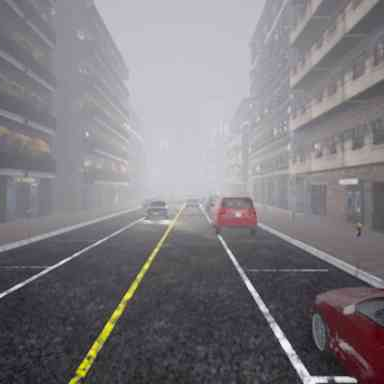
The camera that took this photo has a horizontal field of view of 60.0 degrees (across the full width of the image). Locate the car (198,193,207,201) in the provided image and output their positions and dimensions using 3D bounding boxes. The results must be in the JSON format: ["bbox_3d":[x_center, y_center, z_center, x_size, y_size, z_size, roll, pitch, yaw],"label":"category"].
[{"bbox_3d":[2.559,1.233,82.517,2.192,1.841,5.009,-1,0,0],"label":"car"}]

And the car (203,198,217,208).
[{"bbox_3d":[2.560,1.530,48.532,1.802,1.307,4.206,-1,0,0],"label":"car"}]

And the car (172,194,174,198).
[{"bbox_3d":[-5.319,1.453,71.058,1.752,1.417,4.829,-1,0,0],"label":"car"}]

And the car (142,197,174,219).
[{"bbox_3d":[-2.845,1.473,28.401,1.837,1.490,4.892,0,0,0],"label":"car"}]

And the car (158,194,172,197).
[{"bbox_3d":[-5.323,1.253,59.925,2.192,1.841,5.009,-1,0,0],"label":"car"}]

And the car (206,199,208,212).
[{"bbox_3d":[2.559,1.547,31.539,1.802,1.307,4.206,-1,0,0],"label":"car"}]

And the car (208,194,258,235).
[{"bbox_3d":[2.271,1.207,18.897,2.150,2.045,5.566,0,0,0],"label":"car"}]

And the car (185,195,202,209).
[{"bbox_3d":[0.060,1.501,43.378,2.033,1.411,5.357,0,0,0],"label":"car"}]

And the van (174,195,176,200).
[{"bbox_3d":[-5.321,1.264,76.879,1.690,1.788,3.998,-1,0,0],"label":"van"}]

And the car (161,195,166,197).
[{"bbox_3d":[-5.321,1.493,48.623,1.887,1.381,4.507,-1,0,0],"label":"car"}]

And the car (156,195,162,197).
[{"bbox_3d":[-5.321,1.498,42.971,1.887,1.381,4.507,-1,0,0],"label":"car"}]

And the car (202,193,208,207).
[{"bbox_3d":[2.555,1.274,37.203,2.192,1.841,5.009,-1,0,0],"label":"car"}]

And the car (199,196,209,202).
[{"bbox_3d":[2.562,1.510,71.189,1.802,1.307,4.206,-1,0,0],"label":"car"}]

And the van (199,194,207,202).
[{"bbox_3d":[2.559,1.264,76.853,1.690,1.788,3.998,-1,0,0],"label":"van"}]

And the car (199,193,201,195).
[{"bbox_3d":[0.005,1.292,57.357,2.097,1.767,4.553,0,0,0],"label":"car"}]

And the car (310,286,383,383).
[{"bbox_3d":[2.557,1.578,3.217,1.802,1.307,4.206,-1,0,0],"label":"car"}]
